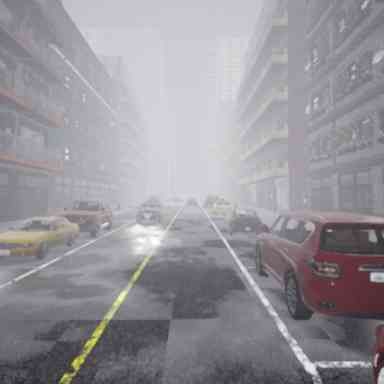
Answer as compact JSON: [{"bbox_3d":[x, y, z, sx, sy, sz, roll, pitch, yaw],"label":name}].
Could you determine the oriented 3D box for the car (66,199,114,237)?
[{"bbox_3d":[-5.676,1.310,18.216,2.192,1.841,5.009,1,0,0],"label":"car"}]

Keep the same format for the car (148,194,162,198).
[{"bbox_3d":[-5.683,1.298,51.459,2.192,1.841,5.009,1,0,0],"label":"car"}]

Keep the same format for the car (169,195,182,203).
[{"bbox_3d":[-3.018,1.455,66.873,1.882,1.535,5.008,0,0,0],"label":"car"}]

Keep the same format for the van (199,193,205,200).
[{"bbox_3d":[2.689,1.302,90.296,1.690,1.788,3.998,1,0,0],"label":"van"}]

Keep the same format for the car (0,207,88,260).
[{"bbox_3d":[-5.679,1.522,12.506,1.752,1.417,4.829,1,0,0],"label":"car"}]

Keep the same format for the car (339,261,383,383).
[{"bbox_3d":[2.704,1.545,1.650,1.887,1.381,4.507,1,0,0],"label":"car"}]

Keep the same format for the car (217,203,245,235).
[{"bbox_3d":[2.700,1.546,18.271,2.008,1.369,4.403,1,0,0],"label":"car"}]

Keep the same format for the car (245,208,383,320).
[{"bbox_3d":[2.707,1.313,7.190,2.192,1.841,5.009,1,0,0],"label":"car"}]

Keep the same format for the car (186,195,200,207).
[{"bbox_3d":[0.010,1.531,50.310,2.033,1.411,5.357,0,0,1],"label":"car"}]

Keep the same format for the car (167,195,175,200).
[{"bbox_3d":[-5.663,1.543,90.242,1.802,1.307,4.206,1,0,0],"label":"car"}]

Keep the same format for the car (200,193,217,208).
[{"bbox_3d":[2.699,1.301,45.973,2.192,1.841,5.009,1,0,0],"label":"car"}]

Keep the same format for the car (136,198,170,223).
[{"bbox_3d":[-3.104,1.484,25.615,2.128,1.511,4.902,0,0,0],"label":"car"}]

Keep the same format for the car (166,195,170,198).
[{"bbox_3d":[-5.661,1.515,84.701,2.008,1.369,4.403,1,0,0],"label":"car"}]

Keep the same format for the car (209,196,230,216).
[{"bbox_3d":[2.993,1.446,32.841,1.801,1.575,5.366,0,0,0],"label":"car"}]
